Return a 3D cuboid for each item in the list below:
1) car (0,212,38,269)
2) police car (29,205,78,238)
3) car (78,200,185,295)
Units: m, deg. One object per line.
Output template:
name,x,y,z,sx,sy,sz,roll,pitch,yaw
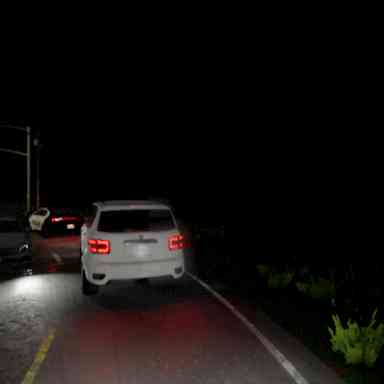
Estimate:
car,-6.283,1.524,10.700,1.812,1.442,4.674,0,0,-31
police car,-7.527,1.503,17.893,2.038,1.542,4.974,0,0,-43
car,-1.879,1.221,9.084,2.150,2.045,5.566,0,0,-19
